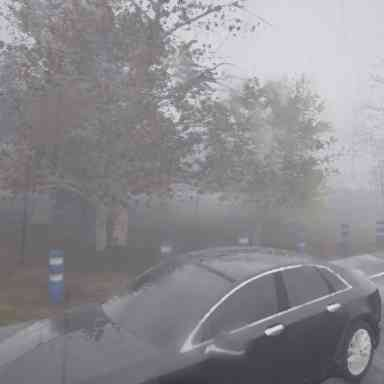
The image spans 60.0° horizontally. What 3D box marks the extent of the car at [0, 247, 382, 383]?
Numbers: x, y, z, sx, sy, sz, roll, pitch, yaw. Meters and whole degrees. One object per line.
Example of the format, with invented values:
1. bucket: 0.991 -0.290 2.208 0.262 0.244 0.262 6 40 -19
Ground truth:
1. car: 0.318 1.497 3.855 4.892 1.490 1.837 0 0 -35
